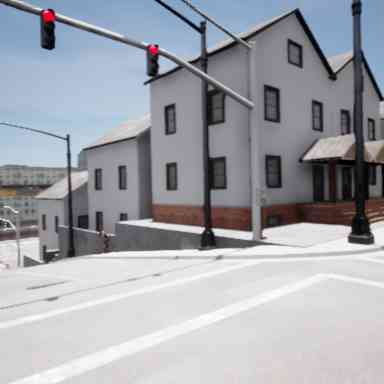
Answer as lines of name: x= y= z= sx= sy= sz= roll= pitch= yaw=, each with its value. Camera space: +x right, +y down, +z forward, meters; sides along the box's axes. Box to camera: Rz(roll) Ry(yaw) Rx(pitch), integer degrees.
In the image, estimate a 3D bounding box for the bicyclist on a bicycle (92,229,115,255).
bicyclist on a bicycle: x=-5.783 y=3.225 z=21.657 sx=1.656 sy=1.620 sz=0.582 roll=-2 pitch=-6 yaw=-40
